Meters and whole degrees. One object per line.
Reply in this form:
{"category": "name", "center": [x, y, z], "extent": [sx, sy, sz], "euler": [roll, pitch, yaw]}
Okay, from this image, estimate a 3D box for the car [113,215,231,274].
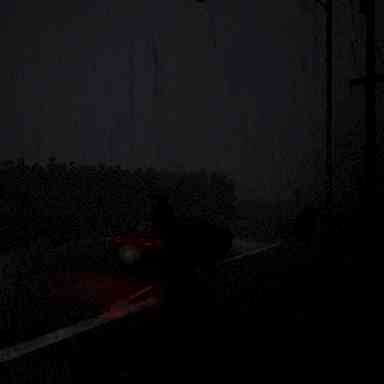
{"category": "car", "center": [-0.383, 1.498, 10.959], "extent": [1.882, 1.535, 5.008], "euler": [0, 0, 31]}
